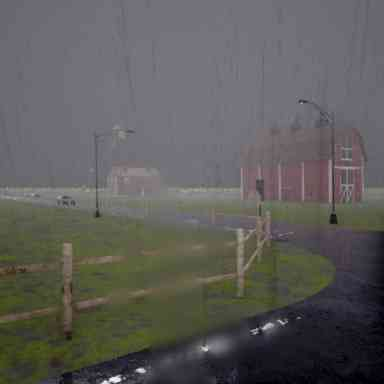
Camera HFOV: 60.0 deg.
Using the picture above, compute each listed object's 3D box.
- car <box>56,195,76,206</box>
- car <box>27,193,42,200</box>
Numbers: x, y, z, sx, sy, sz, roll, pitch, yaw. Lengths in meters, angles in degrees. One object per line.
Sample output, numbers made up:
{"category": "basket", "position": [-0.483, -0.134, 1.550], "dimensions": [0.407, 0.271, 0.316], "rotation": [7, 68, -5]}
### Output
{"category": "car", "position": [-18.938, 1.280, 49.800], "dimensions": [1.837, 1.490, 4.892], "rotation": [-2, 1, -36]}
{"category": "car", "position": [-37.592, 1.053, 80.027], "dimensions": [1.837, 1.490, 4.892], "rotation": [-2, 1, -36]}
